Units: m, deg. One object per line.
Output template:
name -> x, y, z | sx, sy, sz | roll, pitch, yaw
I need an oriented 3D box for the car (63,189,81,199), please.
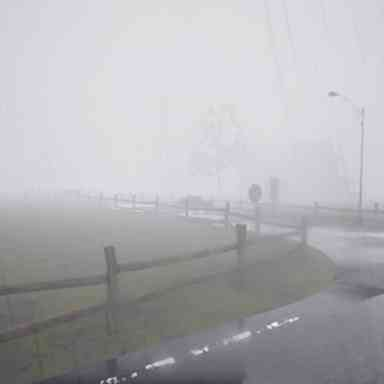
car -> -18.233, 0.317, 50.302 | 2.128, 1.511, 4.902 | 1, 1, -35

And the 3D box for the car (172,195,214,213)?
car -> 0.026, 1.026, 28.931 | 1.812, 1.442, 4.674 | 1, 1, -35
